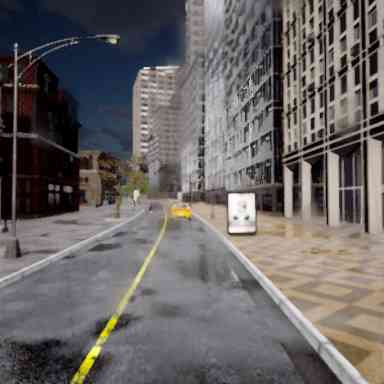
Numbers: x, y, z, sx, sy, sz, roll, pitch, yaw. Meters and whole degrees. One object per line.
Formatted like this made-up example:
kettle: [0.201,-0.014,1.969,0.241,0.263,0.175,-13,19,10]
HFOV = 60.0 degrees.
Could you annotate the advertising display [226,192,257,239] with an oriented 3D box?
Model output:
advertising display: [2.645,1.252,17.705,1.540,2.440,0.280,-1,-2,-2]

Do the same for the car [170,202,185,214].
car: [-1.971,2.072,43.620,1.812,1.442,4.674,0,-1,-5]

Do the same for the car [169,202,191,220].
car: [-1.112,1.892,32.798,1.882,1.535,5.008,0,-1,-4]

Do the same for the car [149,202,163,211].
car: [-5.504,2.196,50.842,1.994,1.385,4.181,0,-1,-5]
